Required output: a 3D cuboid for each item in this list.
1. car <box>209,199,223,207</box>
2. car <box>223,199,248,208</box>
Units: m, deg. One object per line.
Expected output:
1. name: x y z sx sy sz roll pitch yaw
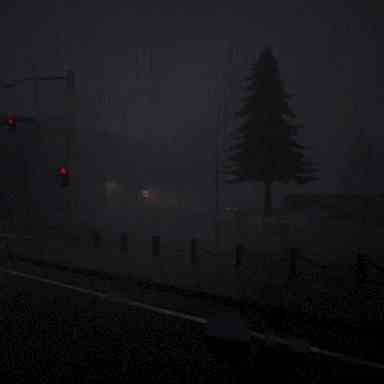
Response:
1. car: 4.619 1.884 56.634 1.994 1.385 4.181 -1 -1 36
2. car: 7.469 1.846 54.598 1.994 1.385 4.181 -1 -1 36
